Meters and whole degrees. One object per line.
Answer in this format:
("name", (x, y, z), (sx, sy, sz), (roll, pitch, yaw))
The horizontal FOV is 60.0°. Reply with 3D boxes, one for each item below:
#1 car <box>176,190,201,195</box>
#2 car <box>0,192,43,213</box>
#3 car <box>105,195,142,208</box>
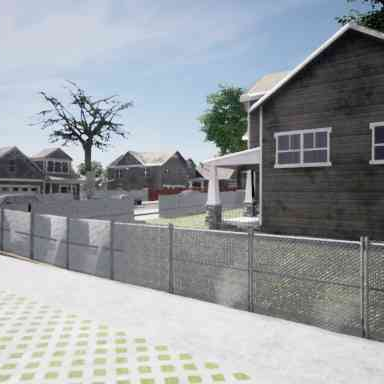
("car", (-0.463, 0.496, 40.072), (1.882, 1.535, 5.008), (0, 2, 35))
("car", (-12.627, 0.947, 22.880), (2.097, 1.767, 4.553), (0, 2, 35))
("car", (-6.925, 0.924, 30.953), (1.895, 1.301, 4.718), (0, 2, 35))
